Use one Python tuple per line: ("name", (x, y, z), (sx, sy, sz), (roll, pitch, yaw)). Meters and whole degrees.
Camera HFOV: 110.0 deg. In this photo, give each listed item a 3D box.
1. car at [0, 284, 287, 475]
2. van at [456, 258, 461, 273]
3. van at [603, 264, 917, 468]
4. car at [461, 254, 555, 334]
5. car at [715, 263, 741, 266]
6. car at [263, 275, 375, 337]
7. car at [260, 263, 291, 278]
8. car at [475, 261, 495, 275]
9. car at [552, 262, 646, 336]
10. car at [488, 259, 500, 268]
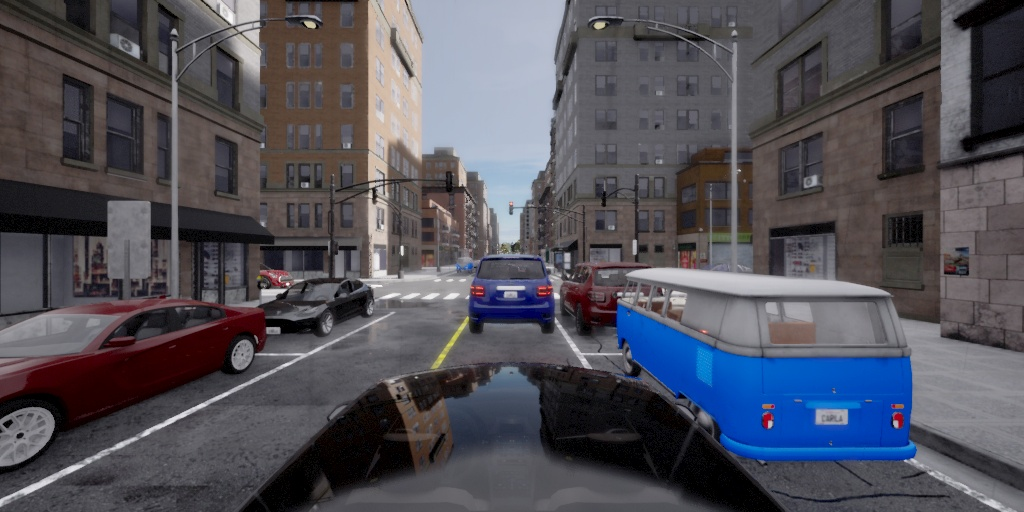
("car", (-5.392, 1.295, 4.778), (1.888, 1.381, 4.507), (0, 0, 0))
("van", (-5.548, 1.086, 42.252), (1.690, 1.789, 3.998), (0, 0, 0))
("van", (2.633, 1.091, 4.806), (1.690, 1.789, 3.998), (0, 0, 0))
("car", (0.033, 0.971, 10.819), (2.150, 2.045, 5.566), (0, 0, 1))
("car", (14.677, 1.225, 25.236), (5.357, 1.411, 2.033), (0, 0, 0))
("car", (-5.412, 1.315, 10.288), (1.948, 1.339, 4.313), (0, 0, 0))
("car", (-16.091, 1.164, 22.129), (4.553, 1.767, 2.097), (0, 0, 0))
("car", (-2.984, 1.309, 40.246), (1.994, 1.385, 4.181), (0, 0, 0))
("car", (2.613, 1.064, 10.318), (2.192, 1.841, 5.009), (0, 0, 0))
("car", (-3.035, 1.246, 60.734), (1.837, 1.490, 4.892), (0, 0, 0))
